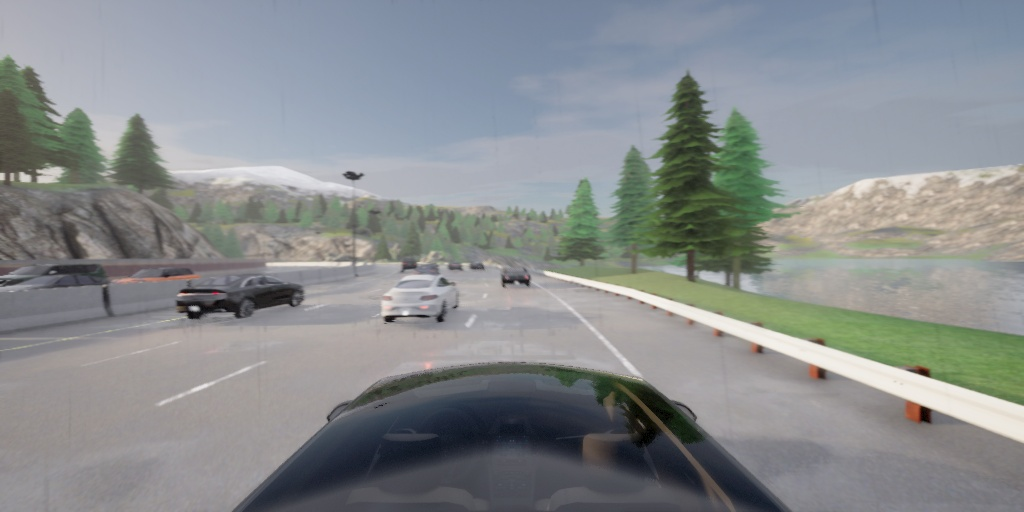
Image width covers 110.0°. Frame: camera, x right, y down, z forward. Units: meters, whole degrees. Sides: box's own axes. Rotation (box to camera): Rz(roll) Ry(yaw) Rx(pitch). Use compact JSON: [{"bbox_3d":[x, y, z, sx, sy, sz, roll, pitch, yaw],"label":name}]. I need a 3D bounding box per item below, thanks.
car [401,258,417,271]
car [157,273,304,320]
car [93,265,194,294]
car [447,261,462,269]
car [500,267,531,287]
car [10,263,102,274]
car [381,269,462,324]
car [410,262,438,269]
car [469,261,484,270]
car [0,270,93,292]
[{"bbox_3d":[-15.320,1.344,53.444,2.150,2.045,5.566,0,-1,-17],"label":"car"},{"bbox_3d":[-9.976,1.431,13.673,2.128,1.511,4.902,-1,0,0],"label":"car"},{"bbox_3d":[-21.003,1.485,21.203,2.097,1.767,4.553,-1,0,-4],"label":"car"},{"bbox_3d":[-8.963,1.521,55.992,2.128,1.511,4.902,-1,0,-16],"label":"car"},{"bbox_3d":[0.130,1.409,25.100,1.895,1.301,4.718,-1,0,-4],"label":"car"},{"bbox_3d":[-28.003,1.467,21.709,2.150,2.045,5.566,-1,0,-4],"label":"car"},{"bbox_3d":[-2.998,1.350,12.361,1.812,1.442,4.674,-1,0,0],"label":"car"},{"bbox_3d":[-7.772,1.516,32.647,1.994,1.385,4.181,-1,0,-8],"label":"car"},{"bbox_3d":[-5.635,1.507,57.111,1.812,1.442,4.674,-1,0,-16],"label":"car"},{"bbox_3d":[-24.347,1.729,19.311,2.033,1.411,5.357,-1,0,-3],"label":"car"}]
